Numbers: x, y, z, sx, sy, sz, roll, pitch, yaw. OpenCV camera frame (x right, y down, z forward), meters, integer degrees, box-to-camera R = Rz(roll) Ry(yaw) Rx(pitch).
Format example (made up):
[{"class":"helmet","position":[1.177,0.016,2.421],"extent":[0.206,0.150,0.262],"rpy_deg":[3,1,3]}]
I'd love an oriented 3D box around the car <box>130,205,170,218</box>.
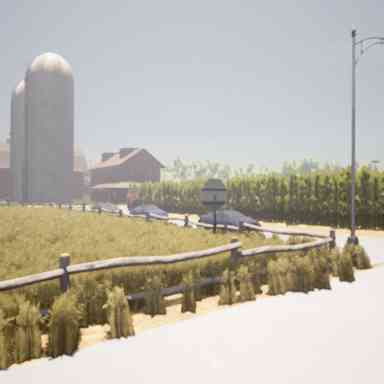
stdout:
[{"class":"car","position":[-3.630,1.792,27.694],"extent":[1.812,1.442,4.674],"rpy_deg":[1,-1,-35]}]

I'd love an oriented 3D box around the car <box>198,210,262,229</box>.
[{"class":"car","position":[2.133,1.776,19.637],"extent":[1.994,1.385,4.181],"rpy_deg":[1,-1,-36]}]

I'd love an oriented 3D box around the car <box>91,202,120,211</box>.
[{"class":"car","position":[-9.260,1.828,35.597],"extent":[2.033,1.411,5.357],"rpy_deg":[1,0,-35]}]
